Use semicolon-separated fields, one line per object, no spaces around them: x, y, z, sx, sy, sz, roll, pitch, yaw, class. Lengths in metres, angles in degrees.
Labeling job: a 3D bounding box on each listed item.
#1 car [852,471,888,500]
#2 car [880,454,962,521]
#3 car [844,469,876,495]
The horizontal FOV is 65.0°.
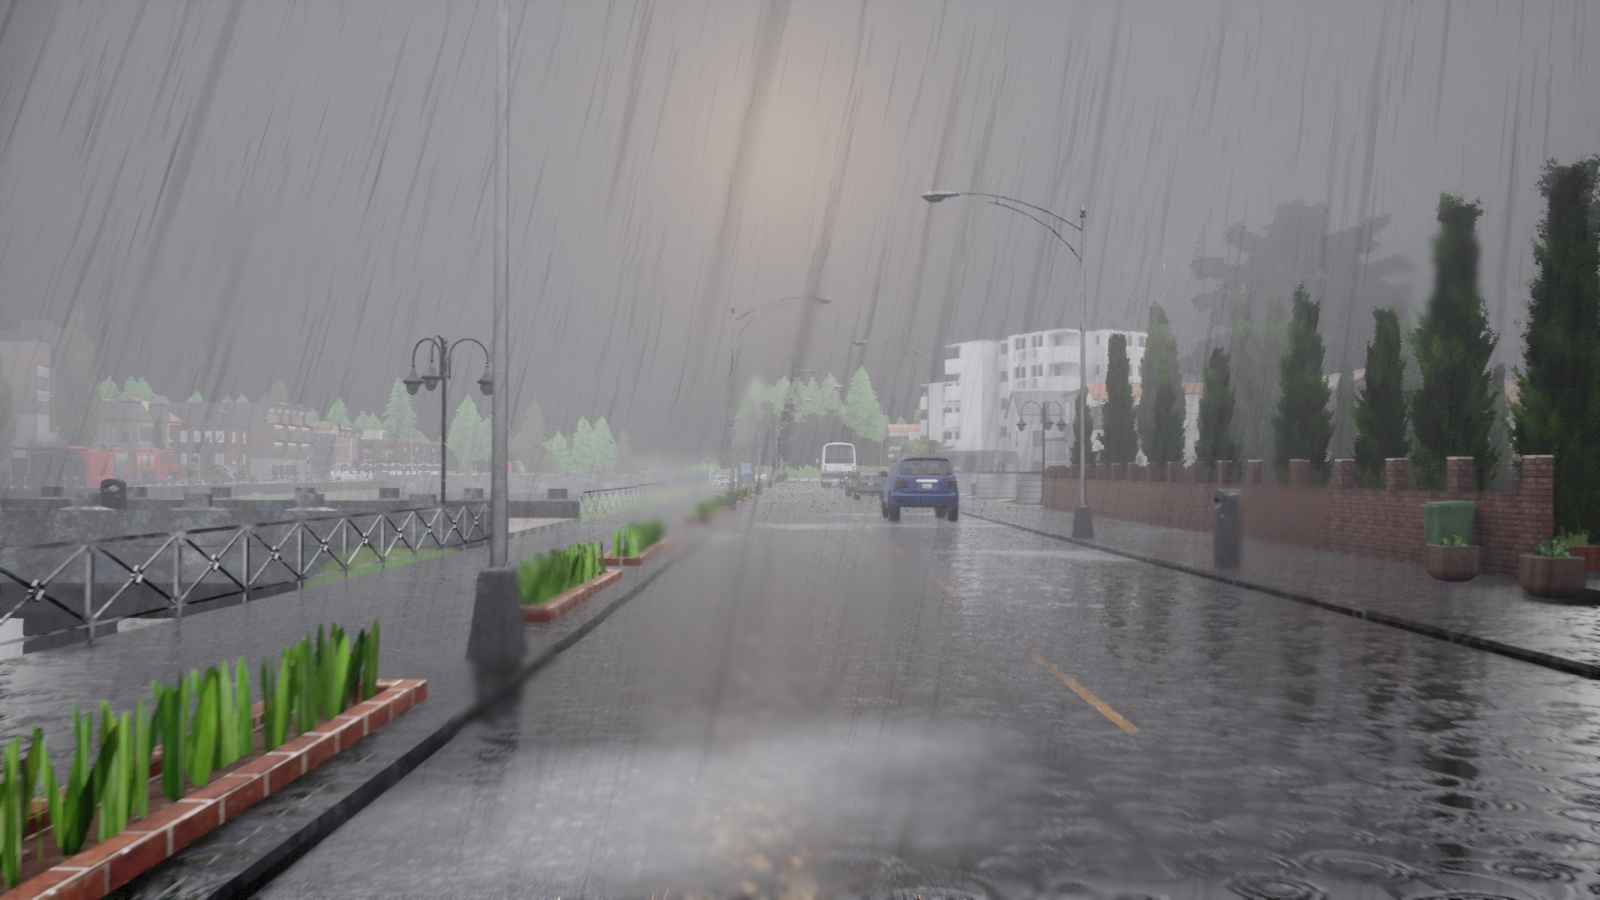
3.838;1.935;69.125;1.789;1.549;3.705;0;-1;0;car
3.902;1.211;41.382;2.150;2.045;5.566;0;-1;0;car
3.811;2.040;80.218;1.851;1.617;3.988;0;-1;0;car
